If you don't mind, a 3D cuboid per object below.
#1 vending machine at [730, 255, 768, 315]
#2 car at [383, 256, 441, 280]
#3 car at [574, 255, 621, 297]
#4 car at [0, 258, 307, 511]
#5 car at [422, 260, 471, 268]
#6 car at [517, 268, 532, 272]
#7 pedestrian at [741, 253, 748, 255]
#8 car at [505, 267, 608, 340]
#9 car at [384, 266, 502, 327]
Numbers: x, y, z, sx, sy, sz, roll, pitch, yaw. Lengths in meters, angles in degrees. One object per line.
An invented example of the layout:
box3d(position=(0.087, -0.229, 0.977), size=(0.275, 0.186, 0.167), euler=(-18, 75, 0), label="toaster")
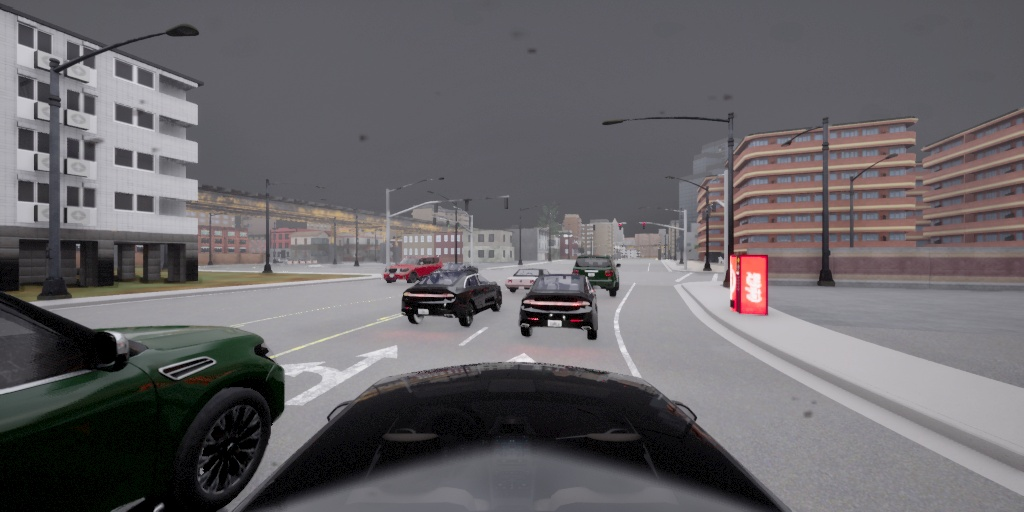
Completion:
box3d(position=(7.825, 0.945, 11.853), size=(1.100, 2.100, 0.880), euler=(0, 0, 20), label="vending machine")
box3d(position=(-7.385, 1.025, 27.591), size=(2.150, 2.045, 5.566), euler=(0, 0, 21), label="car")
box3d(position=(4.578, 0.971, 19.347), size=(2.150, 2.045, 5.566), euler=(0, 0, 19), label="car")
box3d(position=(-3.291, 0.972, 1.136), size=(2.150, 2.045, 5.566), euler=(0, 0, 0), label="car")
box3d(position=(-4.114, 1.265, 26.346), size=(2.128, 1.511, 4.902), euler=(0, 0, 21), label="car")
box3d(position=(1.301, 1.351, 20.527), size=(1.895, 1.301, 4.718), euler=(0, 0, 21), label="car")
box3d(position=(8.059, 0.795, 12.472), size=(0.375, 1.860, 0.375), euler=(0, 0, 21), label="pedestrian")
box3d(position=(1.448, 1.242, 10.108), size=(2.128, 1.511, 4.902), euler=(0, 0, 13), label="car")
box3d(position=(-1.710, 1.242, 11.714), size=(2.128, 1.511, 4.902), euler=(0, 0, 14), label="car")
